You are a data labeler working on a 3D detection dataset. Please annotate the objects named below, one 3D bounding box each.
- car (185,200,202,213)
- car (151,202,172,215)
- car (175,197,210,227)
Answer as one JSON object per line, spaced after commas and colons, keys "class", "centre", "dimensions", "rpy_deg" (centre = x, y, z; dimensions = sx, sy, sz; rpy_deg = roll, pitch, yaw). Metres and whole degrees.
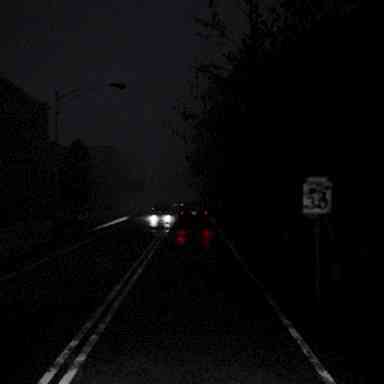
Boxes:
{"class": "car", "centre": [0.190, 1.779, 41.976], "dimensions": [2.033, 1.411, 5.357], "rpy_deg": [0, 0, 0]}
{"class": "car", "centre": [-3.275, 1.785, 36.313], "dimensions": [1.895, 1.301, 4.718], "rpy_deg": [0, 0, 0]}
{"class": "car", "centre": [0.133, 1.429, 23.663], "dimensions": [2.097, 1.767, 4.553], "rpy_deg": [0, -1, 0]}
